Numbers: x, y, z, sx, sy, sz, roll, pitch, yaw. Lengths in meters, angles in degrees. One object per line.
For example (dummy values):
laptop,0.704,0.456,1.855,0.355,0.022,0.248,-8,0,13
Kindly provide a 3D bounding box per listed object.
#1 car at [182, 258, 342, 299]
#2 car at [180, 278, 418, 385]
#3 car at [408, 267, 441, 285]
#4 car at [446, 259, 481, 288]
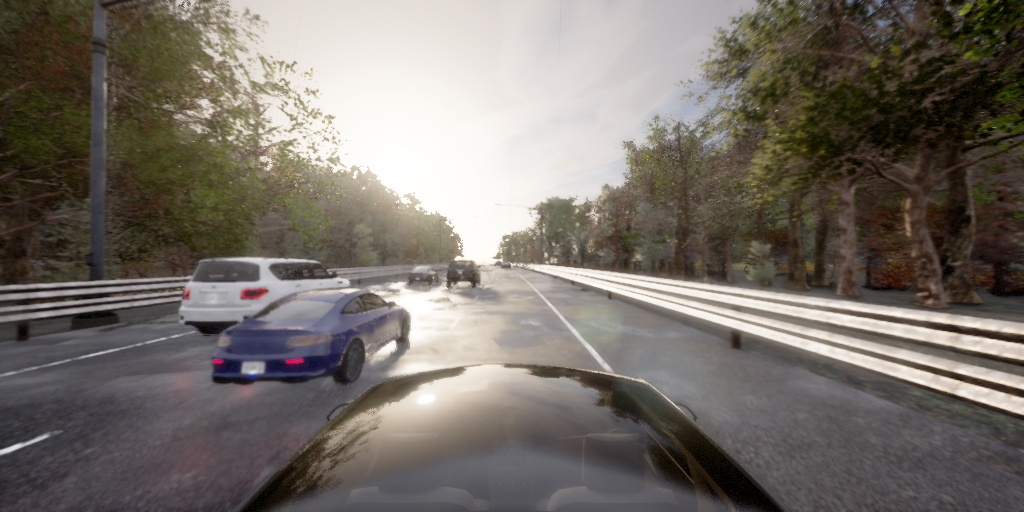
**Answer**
car,-6.942,1.083,11.003,2.150,2.045,5.566,0,-1,0
car,-3.420,1.338,7.044,1.812,1.442,4.674,0,-1,0
car,-7.167,1.609,29.415,1.812,1.442,4.674,0,-1,-1
car,-3.622,1.279,27.462,2.150,2.045,5.566,0,-1,-1
